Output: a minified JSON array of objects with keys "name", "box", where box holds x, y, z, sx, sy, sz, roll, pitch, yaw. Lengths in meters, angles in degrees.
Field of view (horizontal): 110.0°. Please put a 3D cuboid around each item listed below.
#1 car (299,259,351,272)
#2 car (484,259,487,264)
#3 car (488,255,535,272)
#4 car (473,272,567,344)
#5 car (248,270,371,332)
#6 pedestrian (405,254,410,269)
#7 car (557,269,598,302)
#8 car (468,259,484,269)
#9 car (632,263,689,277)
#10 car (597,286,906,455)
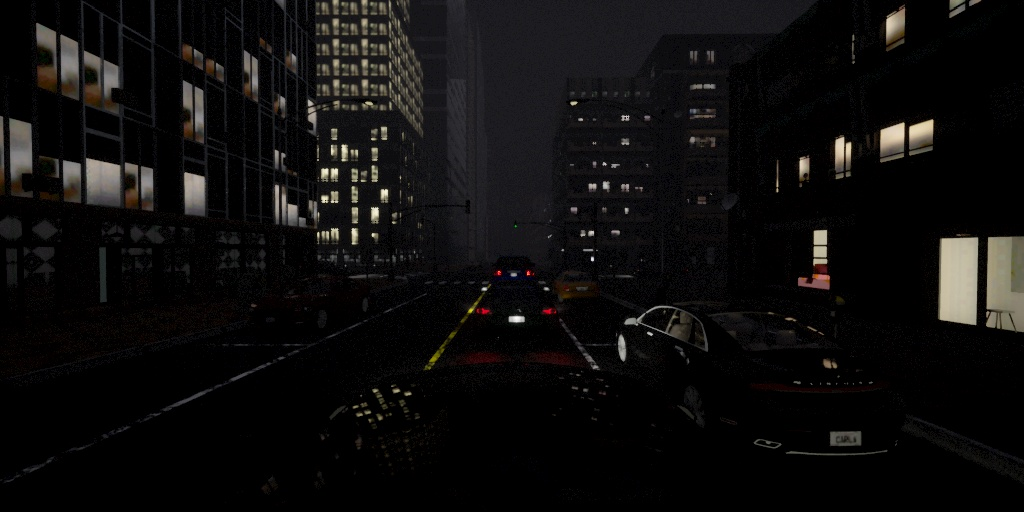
[{"name":"car","box":[-17.869,1.154,34.291,4.674,1.442,1.812,1,1,2]},{"name":"car","box":[-5.711,1.304,60.093,1.948,1.339,4.313,0,0,0]},{"name":"car","box":[0.087,0.967,19.436,2.150,2.045,5.566,0,0,0]},{"name":"car","box":[0.095,1.312,9.621,1.994,1.385,4.181,0,0,0]},{"name":"car","box":[-5.825,1.292,10.897,1.888,1.381,4.507,0,0,0]},{"name":"pedestrian","box":[-12.562,0.670,42.954,0.375,1.860,0.375,0,0,1]},{"name":"car","box":[2.813,1.271,16.657,1.751,1.417,4.829,0,0,0]},{"name":"car","box":[-5.709,1.264,54.269,1.751,1.417,4.829,0,0,0]},{"name":"car","box":[15.342,1.405,37.044,5.357,1.411,2.033,0,1,1]},{"name":"car","box":[2.817,1.299,5.198,2.007,1.370,4.403,0,0,0]}]
